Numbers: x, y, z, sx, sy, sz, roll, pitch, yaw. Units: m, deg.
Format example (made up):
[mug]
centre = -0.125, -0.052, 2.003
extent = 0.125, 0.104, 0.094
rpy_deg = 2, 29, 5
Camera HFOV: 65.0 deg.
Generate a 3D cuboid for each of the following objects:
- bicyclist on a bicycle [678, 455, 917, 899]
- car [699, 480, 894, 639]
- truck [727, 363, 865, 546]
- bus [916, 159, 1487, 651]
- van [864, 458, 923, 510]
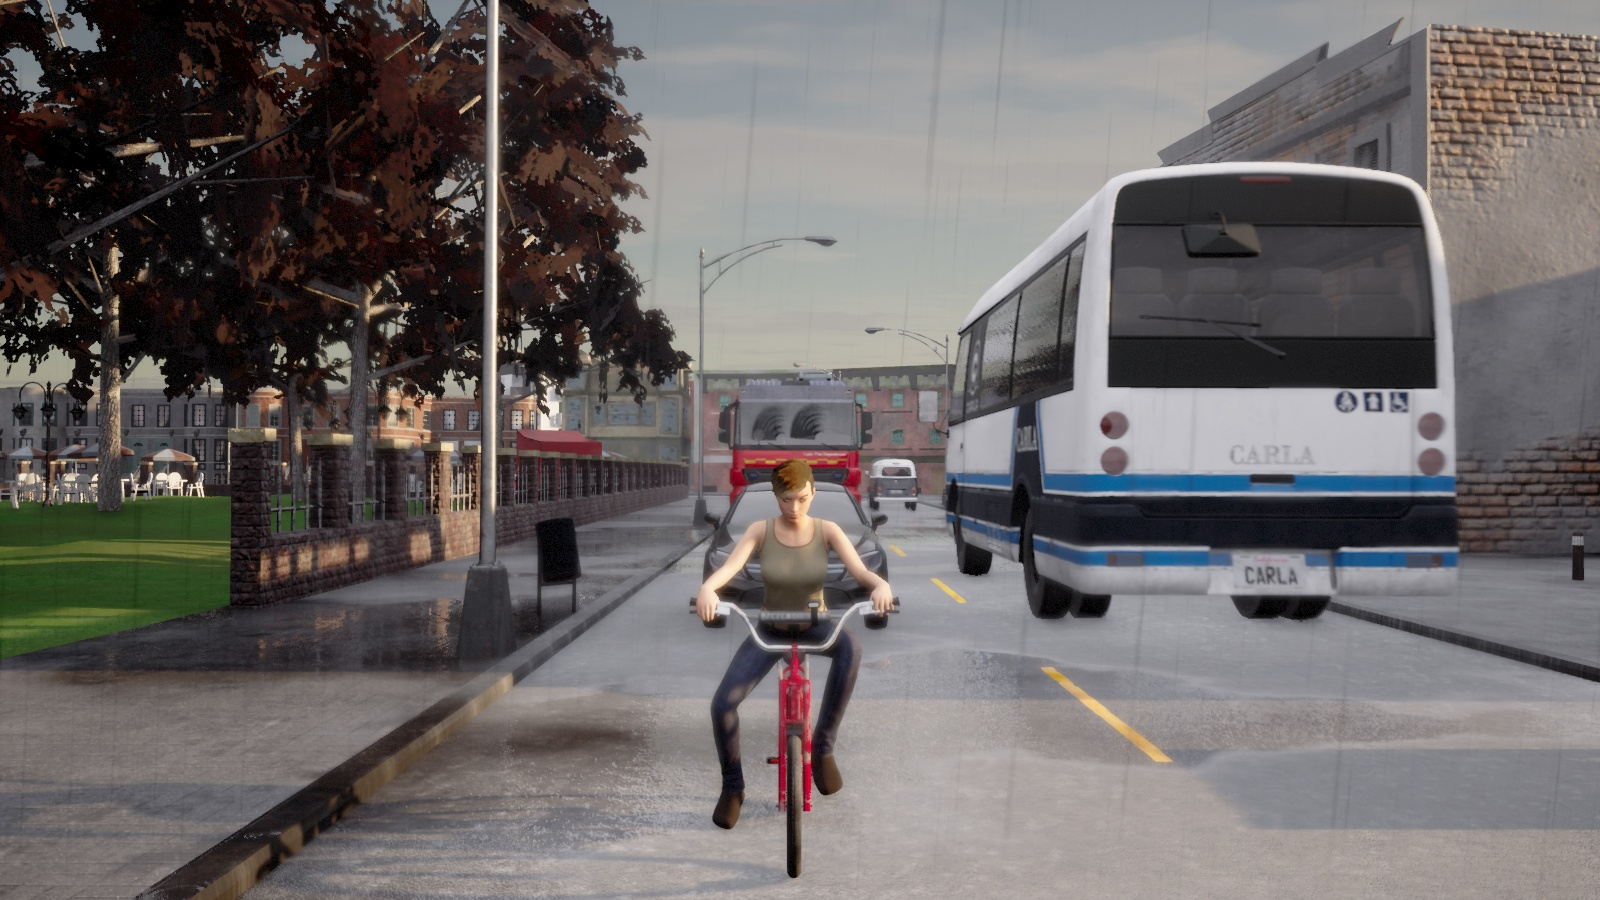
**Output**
[bicyclist on a bicycle]
centre = -0.018, 0.841, 5.330
extent = 0.866, 1.612, 1.509
rpy_deg = 0, -1, -1
[car]
centre = -0.041, 1.076, 14.025
extent = 1.812, 1.442, 4.674
rpy_deg = 0, -1, 0
[truck]
centre = -0.107, 0.164, 30.670
extent = 2.891, 3.827, 8.468
rpy_deg = 0, -1, 0
[bus]
centre = 3.948, -0.309, 16.026
extent = 3.944, 4.253, 10.273
rpy_deg = 0, -1, 0
[van]
centre = 3.808, 1.388, 51.658
extent = 2.069, 2.038, 4.480
rpy_deg = 0, -1, 0
